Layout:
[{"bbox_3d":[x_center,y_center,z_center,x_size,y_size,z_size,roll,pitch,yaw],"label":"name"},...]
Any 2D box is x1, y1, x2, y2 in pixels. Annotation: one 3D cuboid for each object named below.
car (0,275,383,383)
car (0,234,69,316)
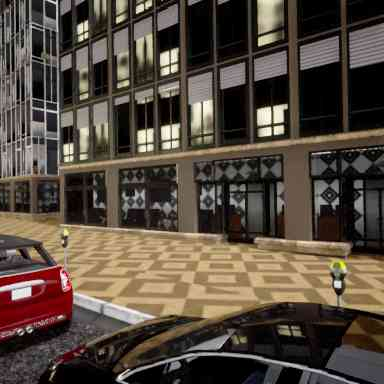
[{"bbox_3d":[0.652,1.566,2.447,4.313,1.339,1.947,0,-1,36],"label":"car"},{"bbox_3d":[-3.924,1.441,5.826,4.097,1.590,1.967,0,-1,37],"label":"car"}]
